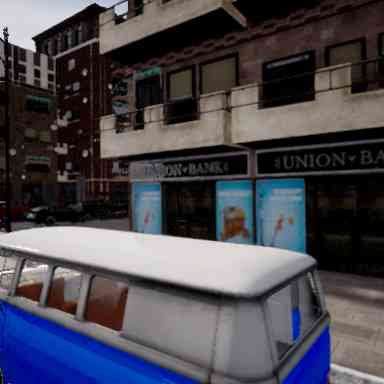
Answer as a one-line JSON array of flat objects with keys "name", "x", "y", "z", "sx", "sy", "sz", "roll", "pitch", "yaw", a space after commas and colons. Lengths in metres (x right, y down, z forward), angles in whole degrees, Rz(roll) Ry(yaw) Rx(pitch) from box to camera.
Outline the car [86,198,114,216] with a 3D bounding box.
[{"name": "car", "x": -9.936, "y": 1.395, "z": 30.842, "sx": 2.097, "sy": 1.767, "sz": 4.553, "roll": -1, "pitch": -1, "yaw": 36}]

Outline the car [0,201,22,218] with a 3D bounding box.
[{"name": "car", "x": -15.615, "y": 1.484, "z": 27.469, "sx": 1.967, "sy": 1.590, "sz": 4.097, "roll": -1, "pitch": -1, "yaw": 36}]

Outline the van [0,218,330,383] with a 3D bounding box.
[{"name": "van", "x": -0.712, "y": 1.331, "z": 3.363, "sx": 3.998, "sy": 1.788, "sz": 1.690, "roll": 0, "pitch": -1, "yaw": 36}]

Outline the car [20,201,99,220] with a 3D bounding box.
[{"name": "car", "x": -8.852, "y": 1.495, "z": 22.517, "sx": 1.947, "sy": 1.339, "sz": 4.313, "roll": -1, "pitch": -1, "yaw": 36}]

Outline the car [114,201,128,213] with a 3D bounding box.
[{"name": "car", "x": -8.957, "y": 1.674, "z": 36.569, "sx": 1.947, "sy": 1.339, "sz": 4.313, "roll": -1, "pitch": -1, "yaw": 36}]
